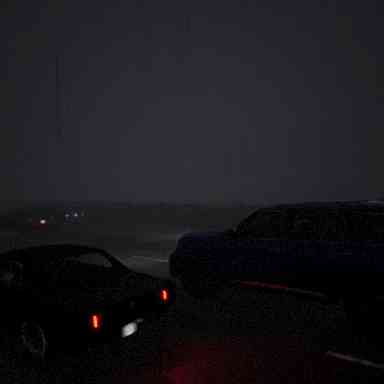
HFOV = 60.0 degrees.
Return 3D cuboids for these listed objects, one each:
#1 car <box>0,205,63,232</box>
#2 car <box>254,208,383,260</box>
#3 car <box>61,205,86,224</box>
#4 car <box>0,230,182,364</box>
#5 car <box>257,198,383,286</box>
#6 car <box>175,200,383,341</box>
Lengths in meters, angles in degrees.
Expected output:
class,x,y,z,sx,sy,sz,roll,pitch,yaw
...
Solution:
class,x,y,z,sx,sy,sz,roll,pitch,yaw
car,-9.932,1.635,19.673,4.181,1.385,1.994,0,0,35
car,5.172,1.505,13.200,4.902,1.511,2.128,0,0,35
car,-9.913,1.627,23.962,5.357,1.411,2.033,0,0,36
car,-2.667,1.621,5.894,4.718,1.301,1.895,0,0,35
car,4.823,1.227,9.150,5.566,2.045,2.150,0,0,35
car,2.145,1.230,6.763,5.566,2.045,2.150,0,0,36
